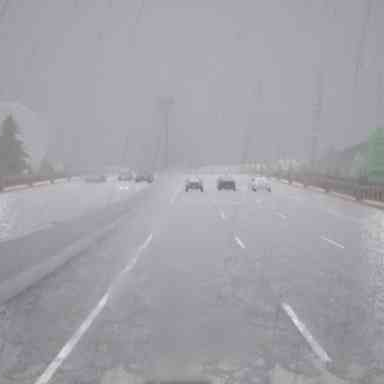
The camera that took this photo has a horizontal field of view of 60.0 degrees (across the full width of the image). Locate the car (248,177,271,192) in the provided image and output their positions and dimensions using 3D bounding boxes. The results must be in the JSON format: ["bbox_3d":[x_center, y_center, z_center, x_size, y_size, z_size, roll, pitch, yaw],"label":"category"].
[{"bbox_3d":[7.251,-0.856,35.939,1.812,1.442,4.674,0,6,1],"label":"car"}]

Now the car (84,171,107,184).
[{"bbox_3d":[-13.825,-2.147,47.787,2.097,1.767,4.553,0,5,1],"label":"car"}]

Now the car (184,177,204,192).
[{"bbox_3d":[0.254,-0.884,36.295,1.812,1.442,4.674,0,6,1],"label":"car"}]

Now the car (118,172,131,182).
[{"bbox_3d":[-10.286,-2.407,51.928,2.128,1.511,4.902,0,6,1],"label":"car"}]

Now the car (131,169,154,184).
[{"bbox_3d":[-6.826,-2.312,48.060,2.150,2.045,5.566,0,6,1],"label":"car"}]

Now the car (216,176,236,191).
[{"bbox_3d":[3.764,-1.026,37.248,1.882,1.535,5.008,0,6,1],"label":"car"}]
